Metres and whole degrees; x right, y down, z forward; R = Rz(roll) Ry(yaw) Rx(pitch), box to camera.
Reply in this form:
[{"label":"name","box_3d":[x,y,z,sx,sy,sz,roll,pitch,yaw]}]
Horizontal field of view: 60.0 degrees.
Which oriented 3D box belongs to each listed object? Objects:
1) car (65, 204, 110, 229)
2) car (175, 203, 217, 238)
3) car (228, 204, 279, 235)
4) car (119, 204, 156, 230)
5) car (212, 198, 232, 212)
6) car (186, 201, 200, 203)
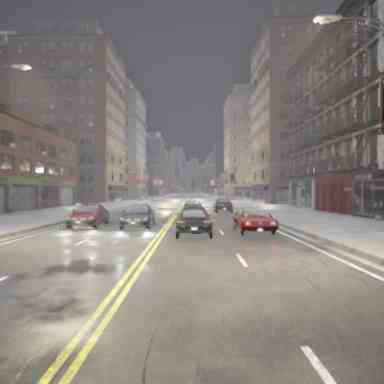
[{"label":"car","box_3d":[-6.591,1.493,21.586,1.812,1.442,4.674,0,0,0]},{"label":"car","box_3d":[0.108,1.500,17.459,1.812,1.442,4.674,0,0,0]},{"label":"car","box_3d":[3.358,1.573,18.563,1.895,1.301,4.718,0,0,0]},{"label":"car","box_3d":[-3.340,1.494,21.107,1.812,1.442,4.674,0,0,0]},{"label":"car","box_3d":[3.366,1.452,36.535,1.837,1.490,4.892,0,0,0]},{"label":"car","box_3d":[0.113,1.550,34.491,1.895,1.301,4.718,0,0,0]}]
